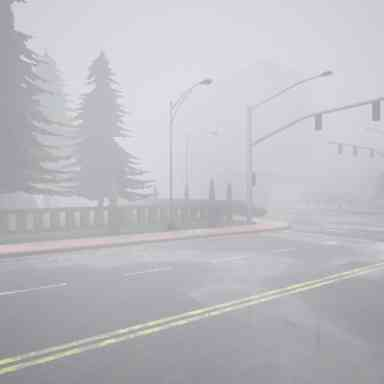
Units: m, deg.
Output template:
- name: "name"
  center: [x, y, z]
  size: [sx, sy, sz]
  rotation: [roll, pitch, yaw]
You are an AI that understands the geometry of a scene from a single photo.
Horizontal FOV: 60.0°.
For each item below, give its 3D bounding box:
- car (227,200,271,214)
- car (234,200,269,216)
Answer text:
- name: "car"
  center: [6.040, 1.600, 35.861]
  size: [1.895, 1.301, 4.718]
  rotation: [0, 0, -35]
- name: "car"
  center: [4.921, 1.505, 31.395]
  size: [1.837, 1.490, 4.892]
  rotation: [0, 0, -35]
